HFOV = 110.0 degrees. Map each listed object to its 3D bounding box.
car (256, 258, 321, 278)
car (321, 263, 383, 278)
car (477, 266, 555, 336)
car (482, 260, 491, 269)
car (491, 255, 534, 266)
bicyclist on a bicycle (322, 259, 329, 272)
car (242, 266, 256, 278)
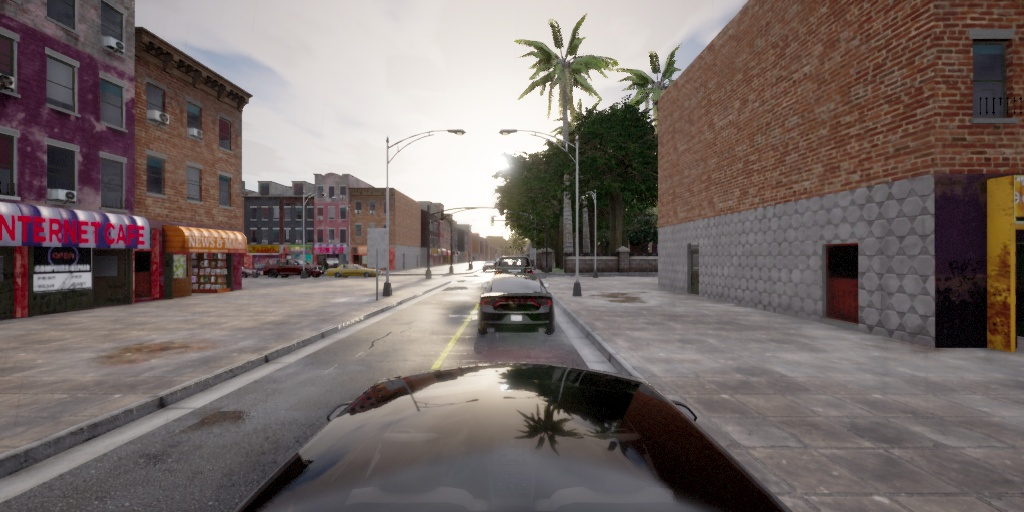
[{"bbox_3d":[-20.051,1.127,32.951,5.009,1.841,2.192,0,0,0],"label":"car"},{"bbox_3d":[-14.429,1.324,32.956,4.829,1.417,1.751,0,0,0],"label":"car"},{"bbox_3d":[0.102,1.230,10.483,1.882,1.535,5.008,0,0,0],"label":"car"},{"bbox_3d":[-2.842,1.316,47.819,1.812,1.442,4.674,0,0,0],"label":"car"},{"bbox_3d":[0.108,0.982,20.932,2.150,2.045,5.566,0,0,0],"label":"car"},{"bbox_3d":[-20.131,1.124,38.597,0.582,1.620,1.656,0,0,0],"label":"bicyclist on a bicycle"},{"bbox_3d":[-25.503,1.409,32.947,4.207,1.307,1.802,0,0,0],"label":"car"}]
